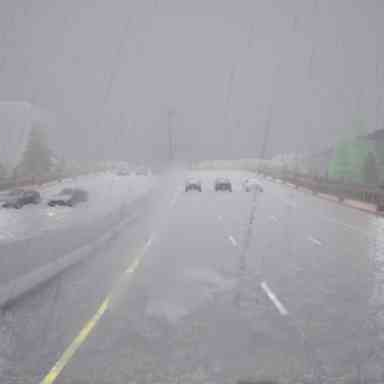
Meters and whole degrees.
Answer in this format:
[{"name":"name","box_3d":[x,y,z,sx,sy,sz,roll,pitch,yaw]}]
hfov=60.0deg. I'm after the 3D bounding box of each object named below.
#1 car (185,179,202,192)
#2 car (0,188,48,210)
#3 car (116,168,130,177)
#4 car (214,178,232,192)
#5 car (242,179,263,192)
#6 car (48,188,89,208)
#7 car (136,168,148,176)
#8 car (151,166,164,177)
[{"name":"car","box_3d":[0.166,-0.863,39.617,1.812,1.442,4.674,0,7,1]},{"name":"car","box_3d":[-13.982,0.516,26.792,2.128,1.511,4.902,0,5,1]},{"name":"car","box_3d":[-13.714,-4.025,65.969,2.097,1.767,4.553,0,6,0]},{"name":"car","box_3d":[3.673,-0.951,39.946,1.882,1.535,5.008,0,7,1]},{"name":"car","box_3d":[7.163,-0.840,39.382,1.812,1.442,4.674,0,7,1]},{"name":"car","box_3d":[-10.460,0.404,28.500,2.033,1.411,5.357,0,6,1]},{"name":"car","box_3d":[-10.202,-4.072,67.790,2.128,1.511,4.902,0,7,0]},{"name":"car","box_3d":[-6.715,-4.157,65.902,2.150,2.045,5.566,0,7,0]}]
